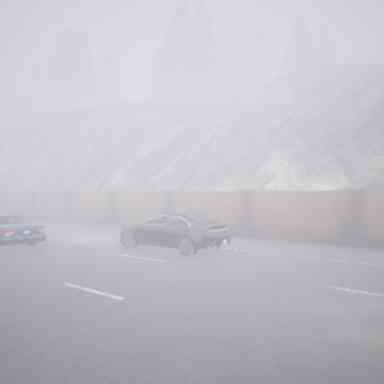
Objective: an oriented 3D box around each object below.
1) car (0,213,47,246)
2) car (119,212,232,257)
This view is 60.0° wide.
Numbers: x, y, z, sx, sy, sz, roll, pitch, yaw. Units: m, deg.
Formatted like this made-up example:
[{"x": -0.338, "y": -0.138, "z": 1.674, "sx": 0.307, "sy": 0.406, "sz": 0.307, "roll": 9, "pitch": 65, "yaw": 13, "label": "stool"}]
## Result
[{"x": -8.479, "y": 1.627, "z": 14.421, "sx": 5.357, "sy": 1.411, "sz": 2.033, "roll": 0, "pitch": 0, "yaw": 36, "label": "car"}, {"x": -0.801, "y": 1.555, "z": 13.200, "sx": 4.902, "sy": 1.511, "sz": 2.128, "roll": 0, "pitch": 0, "yaw": 36, "label": "car"}]
